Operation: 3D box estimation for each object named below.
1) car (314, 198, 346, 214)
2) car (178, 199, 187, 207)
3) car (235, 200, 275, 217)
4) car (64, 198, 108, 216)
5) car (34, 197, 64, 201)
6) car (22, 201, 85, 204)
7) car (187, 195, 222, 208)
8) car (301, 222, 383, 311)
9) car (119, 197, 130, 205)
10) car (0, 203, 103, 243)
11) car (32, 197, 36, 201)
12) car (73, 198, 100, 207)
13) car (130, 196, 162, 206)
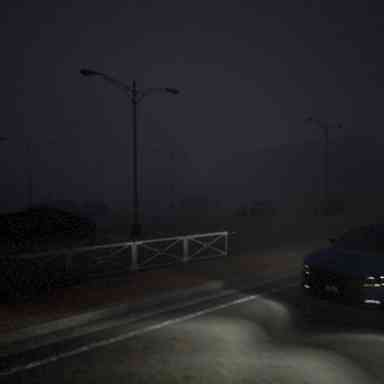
[{"bbox_3d":[13.424,1.350,32.436,3.633,1.501,1.845,-1,0,-38],"label":"car"},{"bbox_3d":[-0.015,1.323,49.210,3.866,1.878,1.905,-1,0,-38],"label":"car"},{"bbox_3d":[5.741,1.457,30.220,3.806,1.475,1.970,-1,0,-38],"label":"car"},{"bbox_3d":[-10.302,1.629,32.913,3.633,1.501,1.845,-1,0,-38],"label":"car"},{"bbox_3d":[-16.416,1.731,40.817,4.514,1.523,2.007,-1,0,-38],"label":"car"},{"bbox_3d":[-9.065,1.554,18.853,5.027,1.636,2.152,-1,0,-38],"label":"car"},{"bbox_3d":[2.097,1.304,47.173,4.605,1.855,1.932,-1,0,-38],"label":"car"},{"bbox_3d":[4.472,1.458,7.593,5.008,1.535,1.882,-1,0,-39],"label":"car"},{"bbox_3d":[-12.085,1.719,64.156,3.806,1.475,1.970,-1,0,-38],"label":"car"},{"bbox_3d":[-7.094,1.524,16.413,4.514,1.523,2.007,-1,0,-38],"label":"car"},{"bbox_3d":[-23.519,1.680,51.076,4.605,1.855,1.932,-1,0,-38],"label":"car"},{"bbox_3d":[-19.894,1.887,62.706,4.514,1.523,2.007,-1,0,-38],"label":"car"},{"bbox_3d":[-7.884,1.558,59.296,5.027,1.636,2.152,-1,0,-38],"label":"car"}]
